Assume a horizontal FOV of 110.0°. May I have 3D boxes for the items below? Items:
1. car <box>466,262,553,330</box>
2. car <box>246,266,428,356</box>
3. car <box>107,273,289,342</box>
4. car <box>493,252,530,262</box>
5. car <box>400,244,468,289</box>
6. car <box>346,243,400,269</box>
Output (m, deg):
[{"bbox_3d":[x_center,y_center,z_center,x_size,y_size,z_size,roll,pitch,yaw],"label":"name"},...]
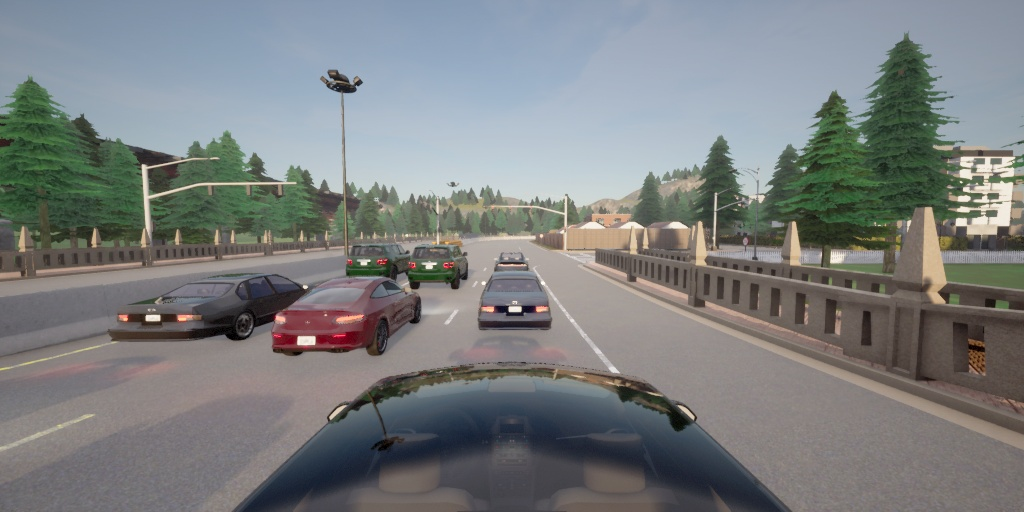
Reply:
[{"bbox_3d":[0.049,1.122,10.410,2.033,1.411,5.357,0,2,0],"label":"car"},{"bbox_3d":[-3.439,1.172,8.253,1.812,1.442,4.674,0,2,-1],"label":"car"},{"bbox_3d":[-6.945,1.156,9.427,2.033,1.411,5.357,0,2,0],"label":"car"},{"bbox_3d":[-0.020,0.529,20.106,2.128,1.511,4.902,0,3,0],"label":"car"},{"bbox_3d":[-3.504,0.399,17.790,2.150,2.045,5.566,0,4,0],"label":"car"},{"bbox_3d":[-7.018,0.286,19.615,2.150,2.045,5.566,0,4,0],"label":"car"}]
